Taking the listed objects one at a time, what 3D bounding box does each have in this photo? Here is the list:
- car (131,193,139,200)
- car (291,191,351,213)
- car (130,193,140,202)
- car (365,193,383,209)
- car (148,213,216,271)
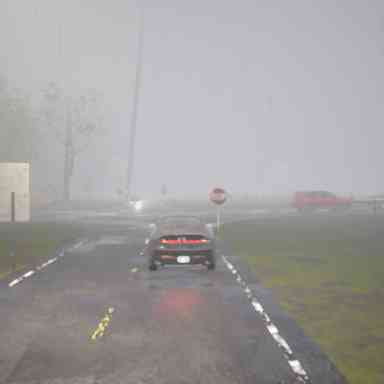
[{"bbox_3d":[-13.217,1.027,77.125,1.812,1.442,4.674,0,0,-10],"label":"car"},{"bbox_3d":[12.196,0.878,31.372,5.566,2.045,2.150,0,0,-6],"label":"car"},{"bbox_3d":[-10.583,1.143,61.740,2.033,1.411,5.357,0,0,-9],"label":"car"},{"bbox_3d":[21.266,0.890,36.069,4.553,1.767,2.097,-1,1,-7],"label":"car"},{"bbox_3d":[-0.353,1.426,10.663,1.837,1.490,4.892,0,0,-3],"label":"car"}]
